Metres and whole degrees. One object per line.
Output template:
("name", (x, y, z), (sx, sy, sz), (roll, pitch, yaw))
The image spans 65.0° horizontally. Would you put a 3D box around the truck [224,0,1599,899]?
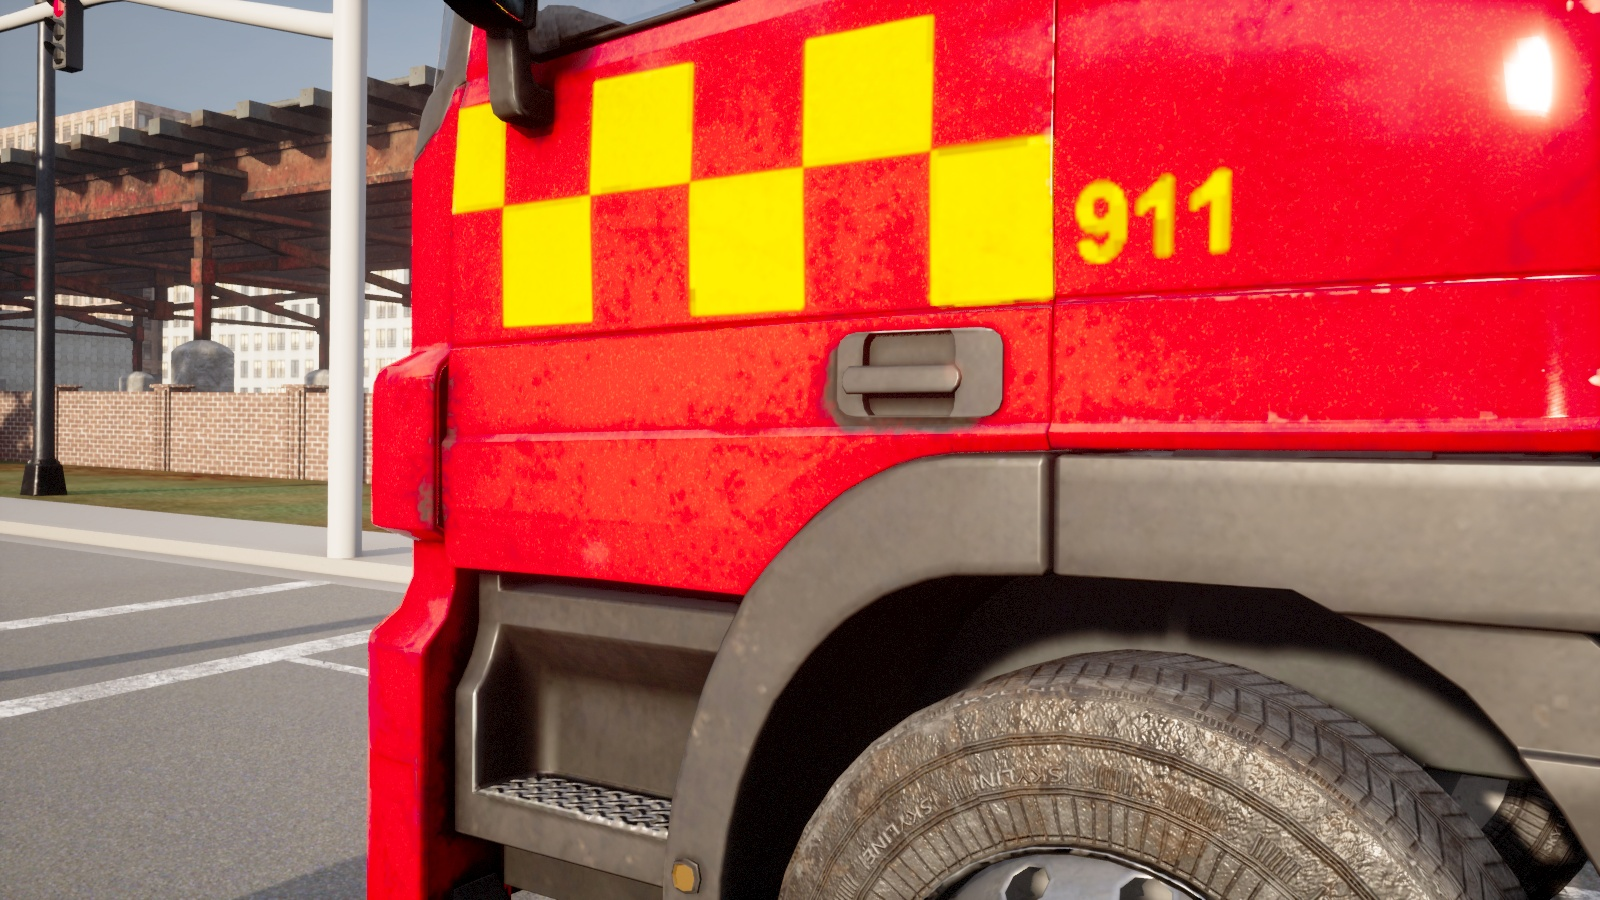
("truck", (3.107, -0.482, 1.535), (8.468, 3.827, 2.891), (0, 1, 34))
